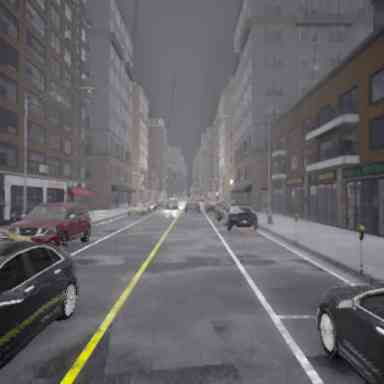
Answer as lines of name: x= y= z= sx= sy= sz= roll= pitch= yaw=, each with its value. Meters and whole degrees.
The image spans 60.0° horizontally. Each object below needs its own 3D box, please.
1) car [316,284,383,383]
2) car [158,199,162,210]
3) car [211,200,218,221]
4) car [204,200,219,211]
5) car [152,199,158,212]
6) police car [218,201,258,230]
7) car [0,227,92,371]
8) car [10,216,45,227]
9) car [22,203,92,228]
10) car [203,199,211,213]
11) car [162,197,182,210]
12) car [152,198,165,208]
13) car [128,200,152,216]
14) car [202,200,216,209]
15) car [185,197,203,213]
car: x=2.683 y=1.575 z=3.291 sx=2.008 sy=1.369 sz=4.403 roll=1 pitch=0 yaw=0
car: x=-5.822 y=1.806 z=47.219 sx=1.967 sy=1.590 sz=4.097 roll=0 pitch=0 yaw=0
car: x=3.131 y=1.571 z=29.322 sx=2.097 sy=1.767 sz=4.553 roll=0 pitch=0 yaw=0
car: x=2.703 y=1.909 z=47.221 sx=1.887 sy=1.381 sz=4.507 roll=0 pitch=0 yaw=0
car: x=-5.826 y=1.871 z=41.726 sx=2.008 sy=1.369 sz=4.403 roll=0 pitch=0 yaw=0
police car: x=3.148 y=1.590 z=22.462 sx=1.930 sy=1.638 sz=5.238 roll=0 pitch=0 yaw=0
car: x=-3.097 y=1.539 z=4.614 sx=1.837 sy=1.490 sz=4.892 roll=0 pitch=0 yaw=0
car: x=-5.844 y=1.588 z=8.600 sx=1.752 sy=1.417 sz=4.829 roll=1 pitch=0 yaw=0
car: x=-5.839 y=1.419 z=14.264 sx=2.192 sy=1.841 sz=5.009 roll=1 pitch=0 yaw=0
car: x=2.701 y=1.864 z=41.730 sx=1.887 sy=1.381 sz=4.507 roll=0 pitch=0 yaw=0
car: x=-3.046 y=1.881 z=50.018 sx=2.128 sy=1.511 sz=4.902 roll=0 pitch=-1 yaw=0
car: x=-5.816 y=1.900 z=58.206 sx=1.967 sy=1.590 sz=4.097 roll=0 pitch=0 yaw=0
car: x=-5.829 y=1.799 z=36.064 sx=1.752 sy=1.417 sz=4.829 roll=0 pitch=0 yaw=0
car: x=2.706 y=1.962 z=52.713 sx=2.008 sy=1.369 sz=4.403 roll=0 pitch=0 yaw=0
car: x=0.070 y=1.821 z=42.894 sx=2.128 sy=1.511 sz=4.902 roll=0 pitch=0 yaw=1
